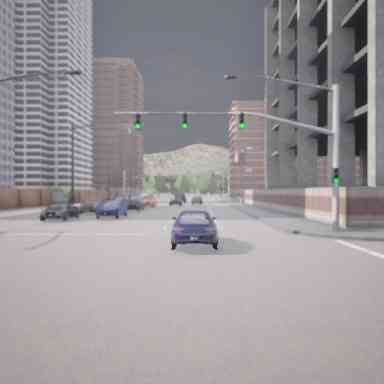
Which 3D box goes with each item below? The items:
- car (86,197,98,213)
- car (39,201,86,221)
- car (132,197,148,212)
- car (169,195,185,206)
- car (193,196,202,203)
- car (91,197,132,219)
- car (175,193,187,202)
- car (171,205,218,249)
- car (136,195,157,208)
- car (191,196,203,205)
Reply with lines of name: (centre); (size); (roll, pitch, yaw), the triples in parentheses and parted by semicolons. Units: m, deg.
car: (-10.244, 1.315, 35.184); (2.097, 1.767, 4.553); (0, 0, 2)
car: (-10.448, 1.536, 26.625); (1.994, 1.385, 4.181); (0, 0, 1)
car: (-6.652, 1.560, 38.444); (1.895, 1.301, 4.718); (0, 0, 2)
car: (-2.583, 1.543, 54.116); (1.895, 1.301, 4.718); (0, 0, 2)
car: (1.141, 1.453, 66.993); (1.812, 1.442, 4.674); (0, 0, 1)
car: (-6.892, 1.447, 29.102); (1.882, 1.535, 5.008); (0, 0, 1)
car: (-2.357, 1.150, 67.129); (2.150, 2.045, 5.566); (0, 0, 1)
car: (0.101, 1.510, 14.362); (1.812, 1.442, 4.674); (0, 0, 0)
car: (-6.349, 1.301, 48.249); (2.097, 1.767, 4.553); (0, 0, 2)
car: (0.882, 1.431, 56.599); (2.128, 1.511, 4.902); (0, 0, 1)
